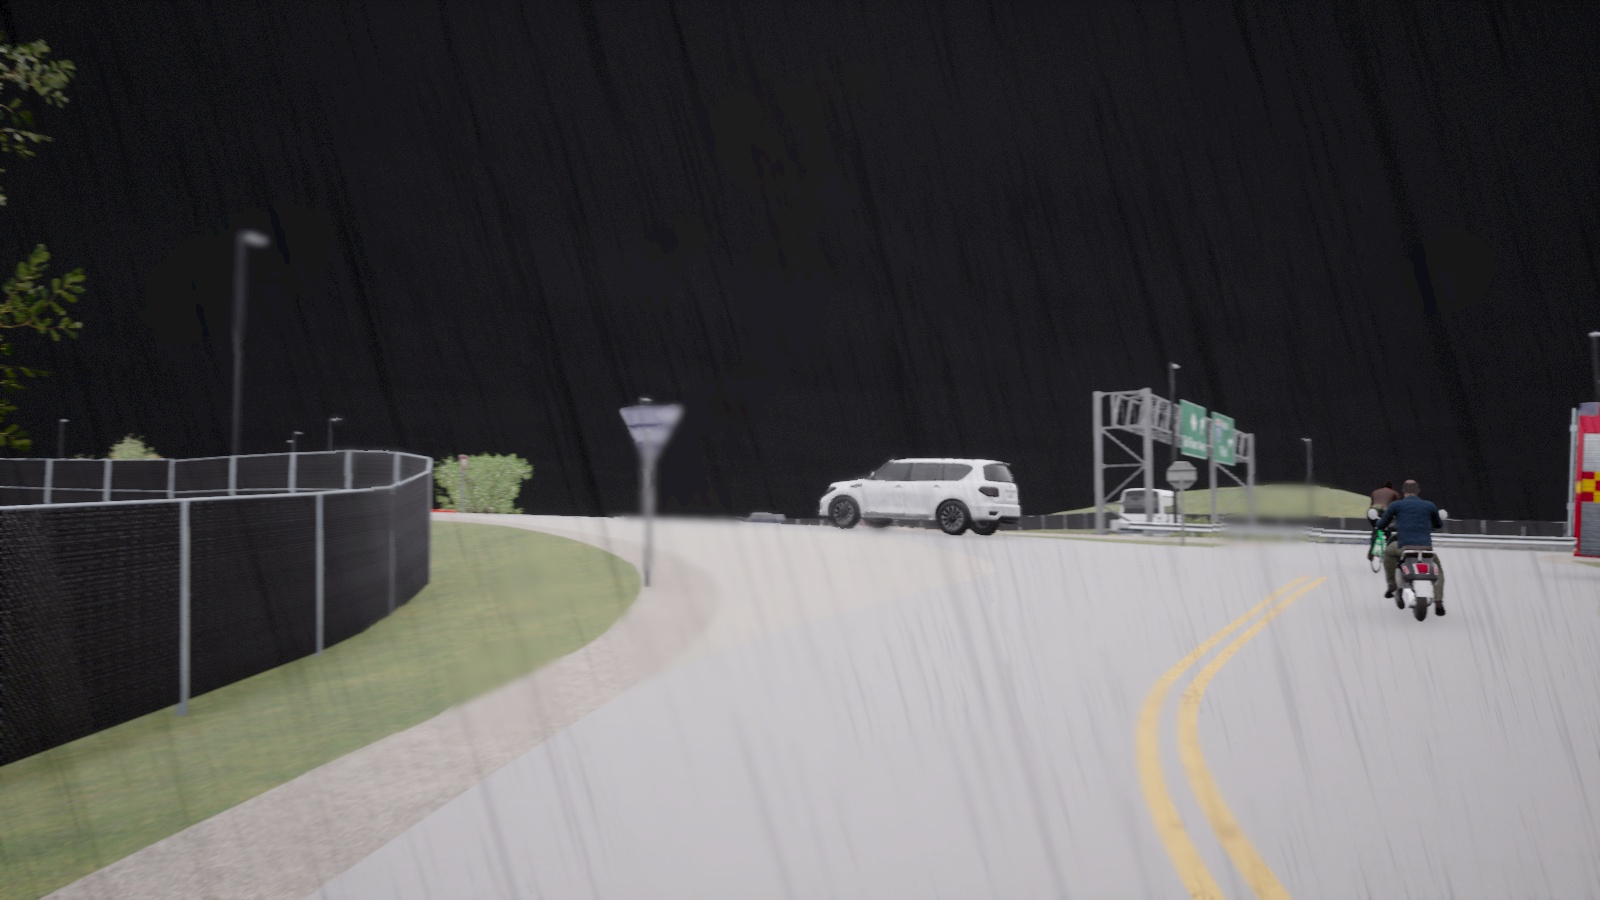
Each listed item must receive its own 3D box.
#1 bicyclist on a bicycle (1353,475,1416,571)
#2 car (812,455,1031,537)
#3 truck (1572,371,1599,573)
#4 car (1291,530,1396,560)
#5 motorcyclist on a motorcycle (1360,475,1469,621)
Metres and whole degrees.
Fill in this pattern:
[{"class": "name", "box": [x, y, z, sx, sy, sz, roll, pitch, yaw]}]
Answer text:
[{"class": "bicyclist on a bicycle", "box": [10.261, 1.264, 22.020, 0.582, 1.620, 1.656, -1, -2, 41]}, {"class": "car", "box": [3.298, 1.243, 34.545, 5.566, 2.045, 2.150, 0, -3, 33]}, {"class": "truck", "box": [18.933, 0.558, 22.232, 8.468, 3.827, 2.891, 1, -3, 42]}, {"class": "car", "box": [27.462, 4.778, 63.460, 4.674, 1.442, 1.812, -2, -4, 30]}, {"class": "motorcyclist on a motorcycle", "box": [7.187, 1.094, 14.784, 0.866, 1.590, 1.817, -1, -1, 17]}]
